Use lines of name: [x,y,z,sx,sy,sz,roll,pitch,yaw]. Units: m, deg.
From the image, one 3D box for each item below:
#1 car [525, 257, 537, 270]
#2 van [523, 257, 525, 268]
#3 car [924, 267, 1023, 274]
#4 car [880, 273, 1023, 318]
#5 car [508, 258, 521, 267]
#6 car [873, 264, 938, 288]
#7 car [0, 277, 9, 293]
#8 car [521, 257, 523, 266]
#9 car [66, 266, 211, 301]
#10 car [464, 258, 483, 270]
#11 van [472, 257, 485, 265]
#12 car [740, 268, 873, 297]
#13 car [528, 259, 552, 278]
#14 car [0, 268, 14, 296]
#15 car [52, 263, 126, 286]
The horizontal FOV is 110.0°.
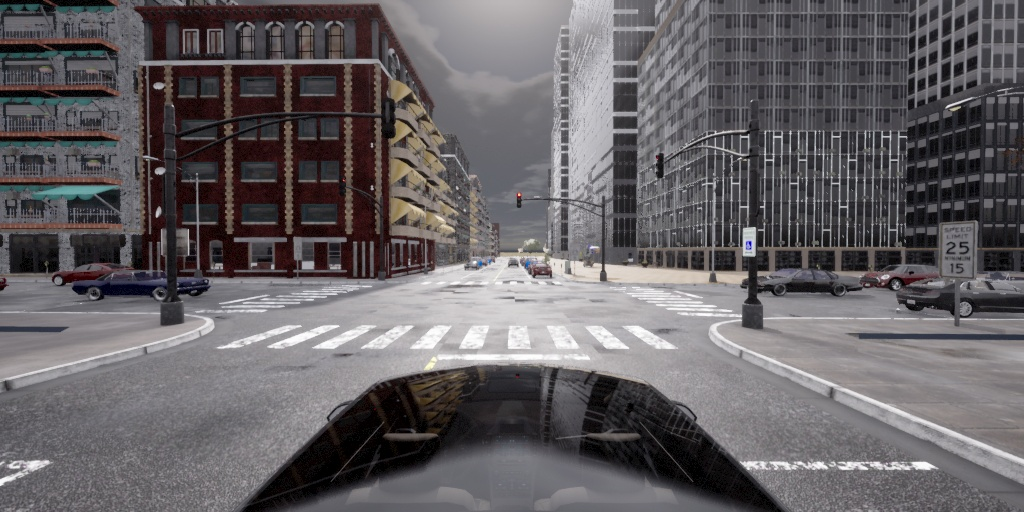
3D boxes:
car: [2.751,1.159,39.039,1.967,1.591,4.097,0,0,0]
van: [2.780,1.044,50.331,1.690,1.789,3.998,0,0,0]
car: [25.258,1.443,18.818,4.718,1.301,1.895,0,1,1]
car: [16.743,1.445,13.051,4.403,1.370,2.007,0,0,1]
car: [0.258,1.281,64.036,1.895,1.301,4.718,0,0,0]
car: [23.424,1.230,21.582,4.097,1.591,1.967,0,0,1]
car: [-22.594,1.259,13.691,4.507,1.381,1.888,0,0,1]
car: [2.794,1.240,55.977,1.888,1.381,4.507,0,0,0]
car: [-16.638,1.299,16.301,4.718,1.301,1.895,0,1,1]
car: [-5.568,1.269,50.319,1.948,1.339,4.313,0,0,0]
van: [-5.555,1.035,55.965,1.690,1.789,3.998,0,0,0]
car: [15.231,1.342,18.987,5.357,1.411,2.033,0,1,1]
car: [2.737,1.271,33.394,1.888,1.381,4.507,0,0,0]
car: [-26.517,1.255,16.463,4.718,1.301,1.895,0,1,1]
car: [-25.805,1.109,22.356,4.507,1.381,1.888,0,0,1]
